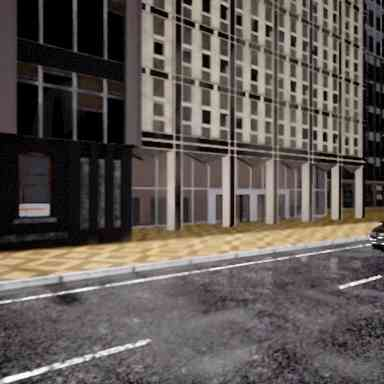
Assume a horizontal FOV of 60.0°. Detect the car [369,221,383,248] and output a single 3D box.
[{"bbox_3d":[9.663,1.696,14.530,4.892,1.490,1.837,1,-1,-35],"label":"car"}]
